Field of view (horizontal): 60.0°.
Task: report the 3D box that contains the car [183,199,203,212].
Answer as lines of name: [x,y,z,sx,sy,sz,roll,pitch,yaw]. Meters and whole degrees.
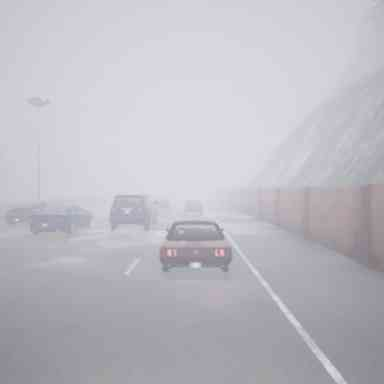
car: [0.090,1.393,31.999,2.033,1.411,5.357,0,0,0]

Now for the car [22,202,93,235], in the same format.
car: [-6.906,1.390,18.081,1.882,1.535,5.008,0,0,0]

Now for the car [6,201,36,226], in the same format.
car: [-10.408,1.398,22.193,1.837,1.490,4.892,0,0,0]

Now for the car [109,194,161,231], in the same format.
car: [-3.407,1.124,20.105,2.150,2.045,5.566,0,0,0]

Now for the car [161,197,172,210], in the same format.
car: [-3.414,1.290,38.930,1.882,1.535,5.008,0,0,0]

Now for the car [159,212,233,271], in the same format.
car: [0.097,1.549,10.621,1.895,1.301,4.718,0,0,0]
